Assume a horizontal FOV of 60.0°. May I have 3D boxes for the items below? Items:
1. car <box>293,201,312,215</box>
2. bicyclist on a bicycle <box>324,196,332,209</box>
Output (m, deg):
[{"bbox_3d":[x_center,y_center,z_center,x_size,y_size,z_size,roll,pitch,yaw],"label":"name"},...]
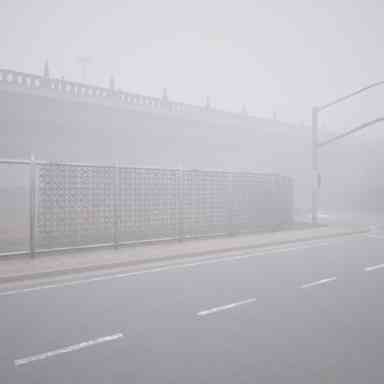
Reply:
[{"bbox_3d":[10.462,1.619,34.610,1.994,1.385,4.181,0,0,-36],"label":"car"},{"bbox_3d":[17.734,1.356,43.314,1.656,1.620,0.582,0,0,-36],"label":"bicyclist on a bicycle"}]
